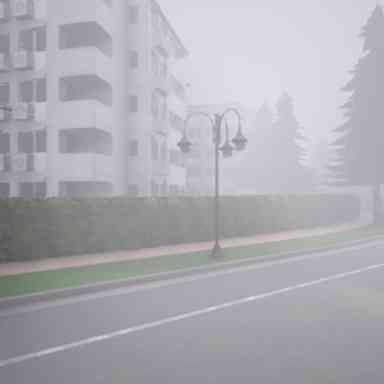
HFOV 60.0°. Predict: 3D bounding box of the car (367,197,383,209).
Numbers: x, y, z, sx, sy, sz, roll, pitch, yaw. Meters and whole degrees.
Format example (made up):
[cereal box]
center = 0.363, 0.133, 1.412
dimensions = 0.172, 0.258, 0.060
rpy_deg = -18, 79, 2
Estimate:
[car]
center = 26.967, 1.508, 47.415
dimensions = 1.882, 1.535, 5.008
rpy_deg = 0, 0, 0
